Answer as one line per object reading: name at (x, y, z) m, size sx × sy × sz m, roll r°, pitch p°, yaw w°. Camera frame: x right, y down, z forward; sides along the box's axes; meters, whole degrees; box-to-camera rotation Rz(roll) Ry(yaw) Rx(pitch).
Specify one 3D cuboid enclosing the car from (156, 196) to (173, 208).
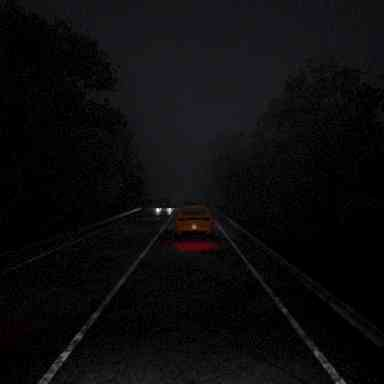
car at (-3.596, 1.318, 43.996) m, size 1.837 × 1.490 × 4.892 m, roll 0°, pitch 0°, yaw 0°

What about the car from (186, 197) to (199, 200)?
car at (0.092, 1.339, 36.698) m, size 1.882 × 1.535 × 5.008 m, roll 0°, pitch 0°, yaw 0°

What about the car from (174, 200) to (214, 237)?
car at (0.096, 1.442, 17.758) m, size 1.882 × 1.535 × 5.008 m, roll 0°, pitch 0°, yaw 0°
